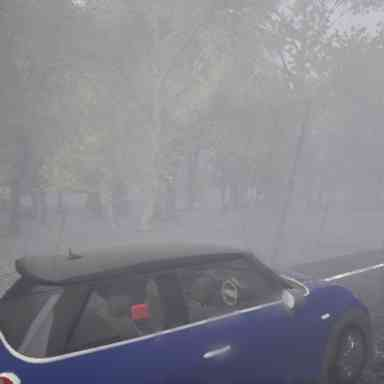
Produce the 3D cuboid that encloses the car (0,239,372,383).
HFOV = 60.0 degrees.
[{"bbox_3d":[0.070,1.348,3.797,4.553,1.767,2.097,0,0,-35],"label":"car"}]
